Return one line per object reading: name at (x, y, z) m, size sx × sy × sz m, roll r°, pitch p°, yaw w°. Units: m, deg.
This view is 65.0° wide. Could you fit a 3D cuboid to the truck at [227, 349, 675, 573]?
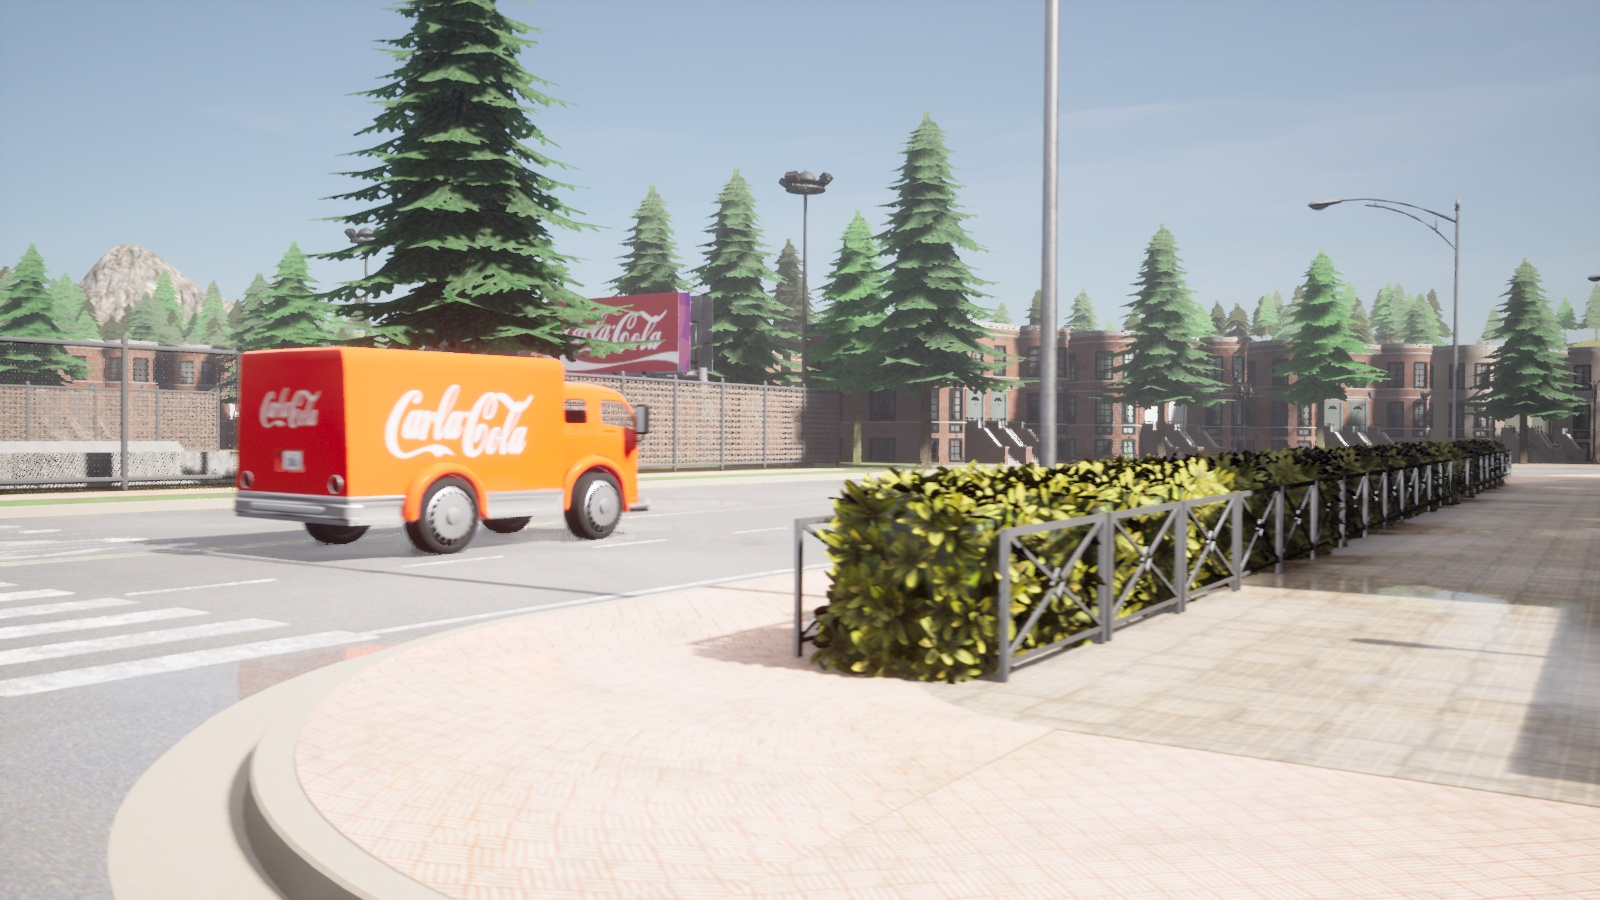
truck at (-4.404, 0.082, 16.697) m, size 2.627 × 2.467 × 5.204 m, roll 0°, pitch 1°, yaw 36°
